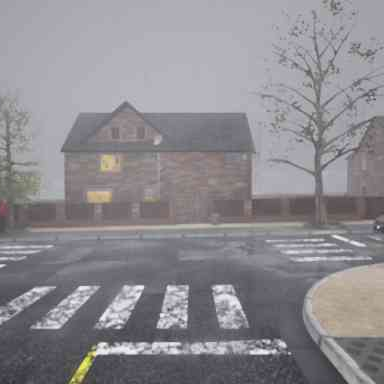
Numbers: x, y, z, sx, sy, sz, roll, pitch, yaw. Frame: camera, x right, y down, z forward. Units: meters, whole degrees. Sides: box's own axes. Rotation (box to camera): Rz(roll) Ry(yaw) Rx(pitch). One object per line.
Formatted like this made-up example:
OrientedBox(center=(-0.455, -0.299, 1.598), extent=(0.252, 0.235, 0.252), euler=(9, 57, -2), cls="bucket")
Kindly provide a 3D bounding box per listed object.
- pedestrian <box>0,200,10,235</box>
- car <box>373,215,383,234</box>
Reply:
OrientedBox(center=(-9.642, 1.242, 16.888), extent=(0.375, 1.860, 0.375), euler=(0, 2, 0), cls="pedestrian")
OrientedBox(center=(10.263, 1.181, 14.006), extent=(4.892, 1.490, 1.837), euler=(-1, 1, 0), cls="car")
